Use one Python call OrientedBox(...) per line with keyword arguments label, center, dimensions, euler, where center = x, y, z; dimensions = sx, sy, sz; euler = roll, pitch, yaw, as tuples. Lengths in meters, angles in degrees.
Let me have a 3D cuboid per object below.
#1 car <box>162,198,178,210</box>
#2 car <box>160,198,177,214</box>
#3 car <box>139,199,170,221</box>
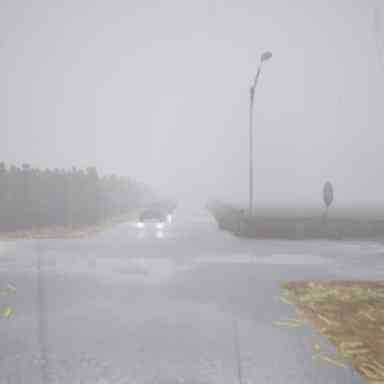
OrientedBox(label="car", center=(-3.108, 1.696, 47.350), dimensions=(1.837, 1.490, 4.892), euler=(0, 0, 0))
OrientedBox(label="car", center=(-3.143, 1.490, 36.707), dimensions=(2.097, 1.767, 4.553), euler=(0, 0, 0))
OrientedBox(label="car", center=(-3.158, 1.573, 27.457), dimensions=(1.837, 1.490, 4.892), euler=(0, -1, 0))
